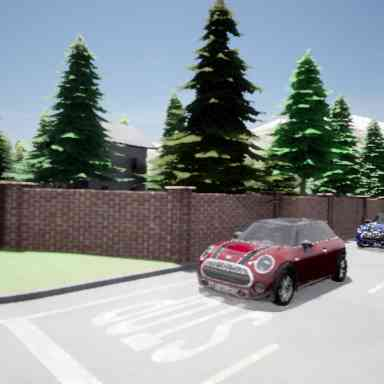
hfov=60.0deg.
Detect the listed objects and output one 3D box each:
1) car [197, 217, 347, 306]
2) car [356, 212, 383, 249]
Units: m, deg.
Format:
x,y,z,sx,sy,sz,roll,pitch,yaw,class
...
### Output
x,y,z,sx,sy,sz,roll,pitch,yaw,class
2.241,1.497,8.628,4.553,1.767,2.097,2,-1,-45,car
9.654,1.768,16.002,4.553,1.767,2.097,2,-1,-45,car
